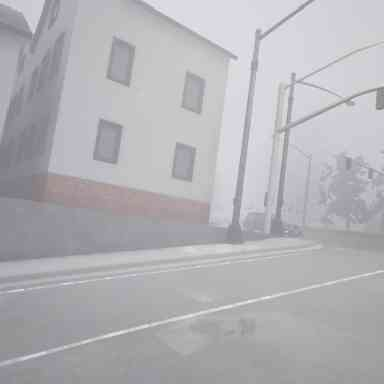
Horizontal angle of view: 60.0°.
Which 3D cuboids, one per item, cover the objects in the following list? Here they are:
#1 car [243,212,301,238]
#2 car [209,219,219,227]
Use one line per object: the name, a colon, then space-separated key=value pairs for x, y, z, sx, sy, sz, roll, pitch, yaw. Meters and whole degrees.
car: x=7.004 y=2.954 z=29.617 sx=2.150 sy=2.045 sz=5.566 roll=12 pitch=-7 yaw=-35
car: x=0.866 y=3.300 z=38.121 sx=2.033 sy=1.411 sz=5.357 roll=12 pitch=-7 yaw=-35
